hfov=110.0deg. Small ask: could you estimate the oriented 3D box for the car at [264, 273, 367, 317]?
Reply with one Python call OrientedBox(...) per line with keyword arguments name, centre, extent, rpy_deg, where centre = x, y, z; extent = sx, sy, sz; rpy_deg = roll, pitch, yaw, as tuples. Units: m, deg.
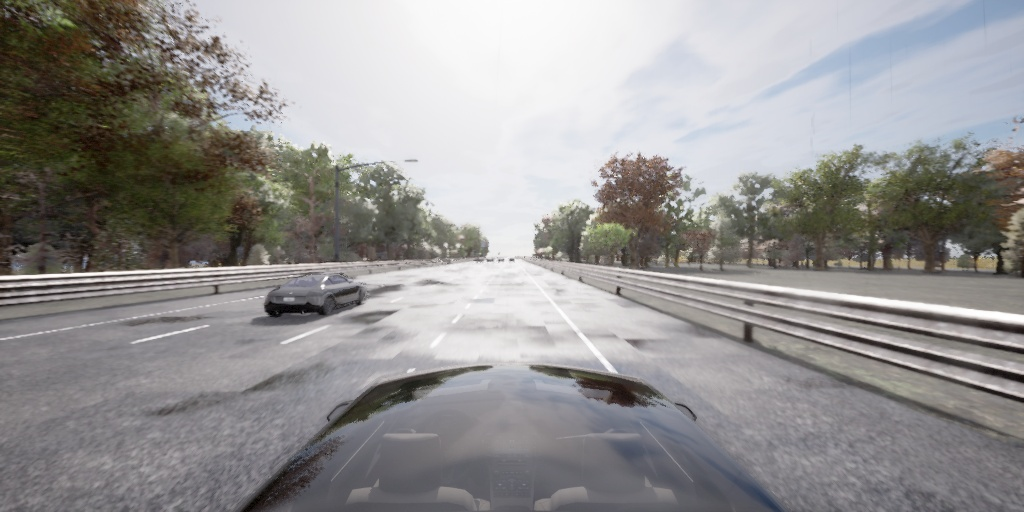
OrientedBox(name="car", centre=(-6.999, 1.329, 13.269), extent=(1.994, 1.385, 4.181), rpy_deg=(0, 0, 0))
